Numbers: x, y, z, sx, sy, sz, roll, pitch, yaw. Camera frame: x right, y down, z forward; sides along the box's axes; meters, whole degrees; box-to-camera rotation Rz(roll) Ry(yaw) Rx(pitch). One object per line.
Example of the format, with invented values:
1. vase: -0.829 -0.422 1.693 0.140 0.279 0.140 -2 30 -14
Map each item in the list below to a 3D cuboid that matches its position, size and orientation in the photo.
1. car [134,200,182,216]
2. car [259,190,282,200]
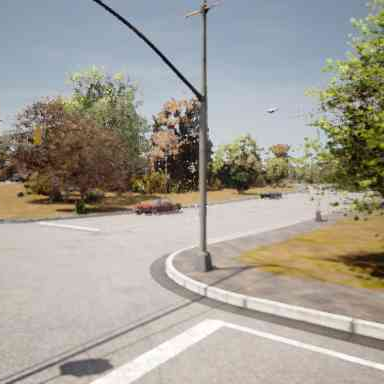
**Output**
1. car: -3.108 1.384 30.530 1.895 1.301 4.718 0 1 37
2. car: 11.952 0.359 50.412 1.895 1.301 4.718 0 3 37
